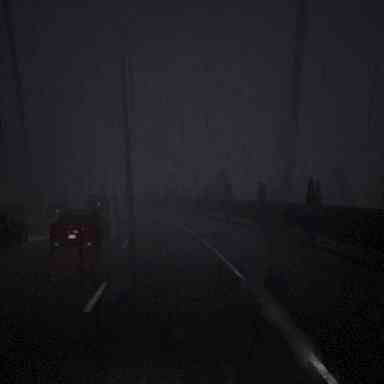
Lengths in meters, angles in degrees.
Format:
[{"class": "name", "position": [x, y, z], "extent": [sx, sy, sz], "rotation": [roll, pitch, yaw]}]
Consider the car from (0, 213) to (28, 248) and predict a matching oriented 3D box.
[{"class": "car", "position": [-8.069, 1.531, 13.055], "extent": [1.837, 1.490, 4.892], "rotation": [0, 0, -8]}]

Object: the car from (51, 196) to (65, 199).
[{"class": "car", "position": [-29.083, 1.539, 71.980], "extent": [1.994, 1.385, 4.181], "rotation": [-1, 0, -44]}]

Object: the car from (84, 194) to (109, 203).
[{"class": "car", "position": [-9.779, 1.263, 34.153], "extent": [2.150, 2.045, 5.566], "rotation": [0, 0, -20]}]

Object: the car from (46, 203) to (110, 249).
[{"class": "car", "position": [-4.792, 1.493, 14.682], "extent": [1.882, 1.535, 5.008], "rotation": [0, 0, -9]}]

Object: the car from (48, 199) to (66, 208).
[{"class": "car", "position": [-12.376, 1.618, 30.857], "extent": [1.994, 1.385, 4.181], "rotation": [0, 0, -18]}]

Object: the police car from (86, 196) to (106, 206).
[{"class": "police car", "position": [-17.053, 1.493, 58.768], "extent": [1.930, 1.638, 5.238], "rotation": [0, 0, -34]}]

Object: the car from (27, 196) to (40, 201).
[{"class": "car", "position": [-39.495, 1.663, 82.646], "extent": [1.895, 1.301, 4.718], "rotation": [-1, 0, -44]}]
